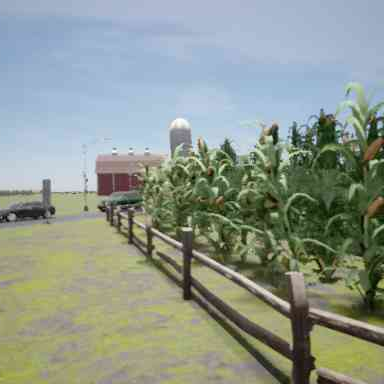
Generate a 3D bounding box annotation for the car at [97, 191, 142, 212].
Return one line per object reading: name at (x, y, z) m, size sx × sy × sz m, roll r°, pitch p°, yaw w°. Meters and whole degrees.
car at (-7.563, 1.002, 35.420) m, size 2.150 × 2.045 × 5.566 m, roll -1°, pitch 1°, yaw 29°

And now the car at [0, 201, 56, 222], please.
car at (-13.107, 1.468, 26.007) m, size 1.837 × 1.490 × 4.892 m, roll -1°, pitch 0°, yaw 32°
